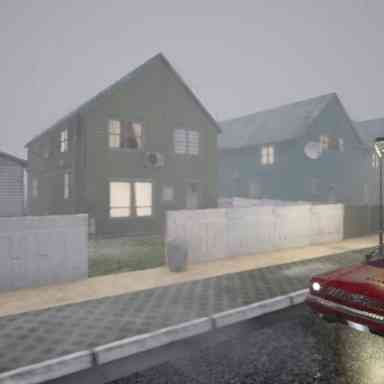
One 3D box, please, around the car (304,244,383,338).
[{"bbox_3d":[4.168,1.606,6.004,4.718,1.301,1.895,0,0,-35],"label":"car"}]
